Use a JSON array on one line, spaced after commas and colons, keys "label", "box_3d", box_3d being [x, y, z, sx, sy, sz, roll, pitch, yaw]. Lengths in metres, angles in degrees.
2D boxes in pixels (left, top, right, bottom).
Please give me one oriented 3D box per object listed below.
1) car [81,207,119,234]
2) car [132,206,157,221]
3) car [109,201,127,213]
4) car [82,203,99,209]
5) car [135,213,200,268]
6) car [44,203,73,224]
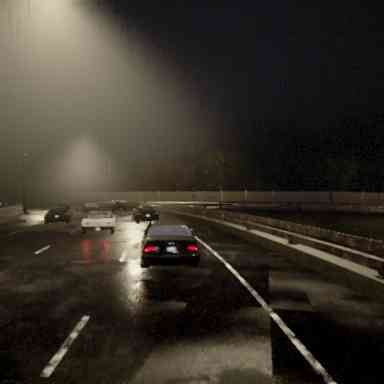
[{"label": "car", "box_3d": [-5.858, 1.874, 21.356, 1.895, 1.301, 4.718, 0, -1, -11]}, {"label": "car", "box_3d": [-4.122, 1.921, 29.019, 1.994, 1.385, 4.181, 0, -1, -15]}, {"label": "car", "box_3d": [-10.448, 2.085, 46.387, 1.837, 1.490, 4.892, 0, -2, -24]}, {"label": "car", "box_3d": [-14.125, 2.193, 46.138, 1.895, 1.301, 4.718, 0, -1, -25]}, {"label": "car", "box_3d": [-0.863, 1.693, 11.901, 2.033, 1.411, 5.357, 0, -1, -6]}, {"label": "car", "box_3d": [-11.325, 1.938, 28.463, 1.994, 1.385, 4.181, 0, -1, -16]}]
